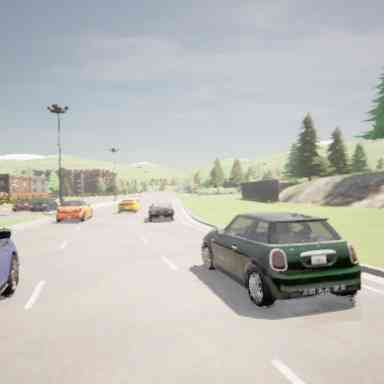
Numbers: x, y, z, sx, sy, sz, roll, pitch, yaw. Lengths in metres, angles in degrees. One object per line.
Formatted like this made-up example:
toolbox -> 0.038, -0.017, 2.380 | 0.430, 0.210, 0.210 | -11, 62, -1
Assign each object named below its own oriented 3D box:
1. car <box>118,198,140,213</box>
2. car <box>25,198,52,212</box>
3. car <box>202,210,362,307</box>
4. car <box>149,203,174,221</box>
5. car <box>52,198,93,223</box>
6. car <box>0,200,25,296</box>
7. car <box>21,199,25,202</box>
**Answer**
car -> -6.762, 1.424, 36.014 | 1.882, 1.535, 5.008 | -2, 0, -4
car -> -18.931, 1.596, 42.585 | 2.097, 1.767, 4.553 | -2, 1, -3
car -> 1.755, 1.247, 8.069 | 2.097, 1.767, 4.553 | -2, 0, -15
car -> -2.454, 1.491, 26.321 | 1.895, 1.301, 4.718 | -2, 0, -7
car -> -9.502, 1.435, 27.270 | 2.097, 1.767, 4.553 | -2, 0, -7
car -> -4.487, 1.309, 5.521 | 2.150, 2.045, 5.566 | -2, 0, -18
car -> -22.615, 1.682, 45.485 | 2.097, 1.767, 4.553 | -2, 0, -3
